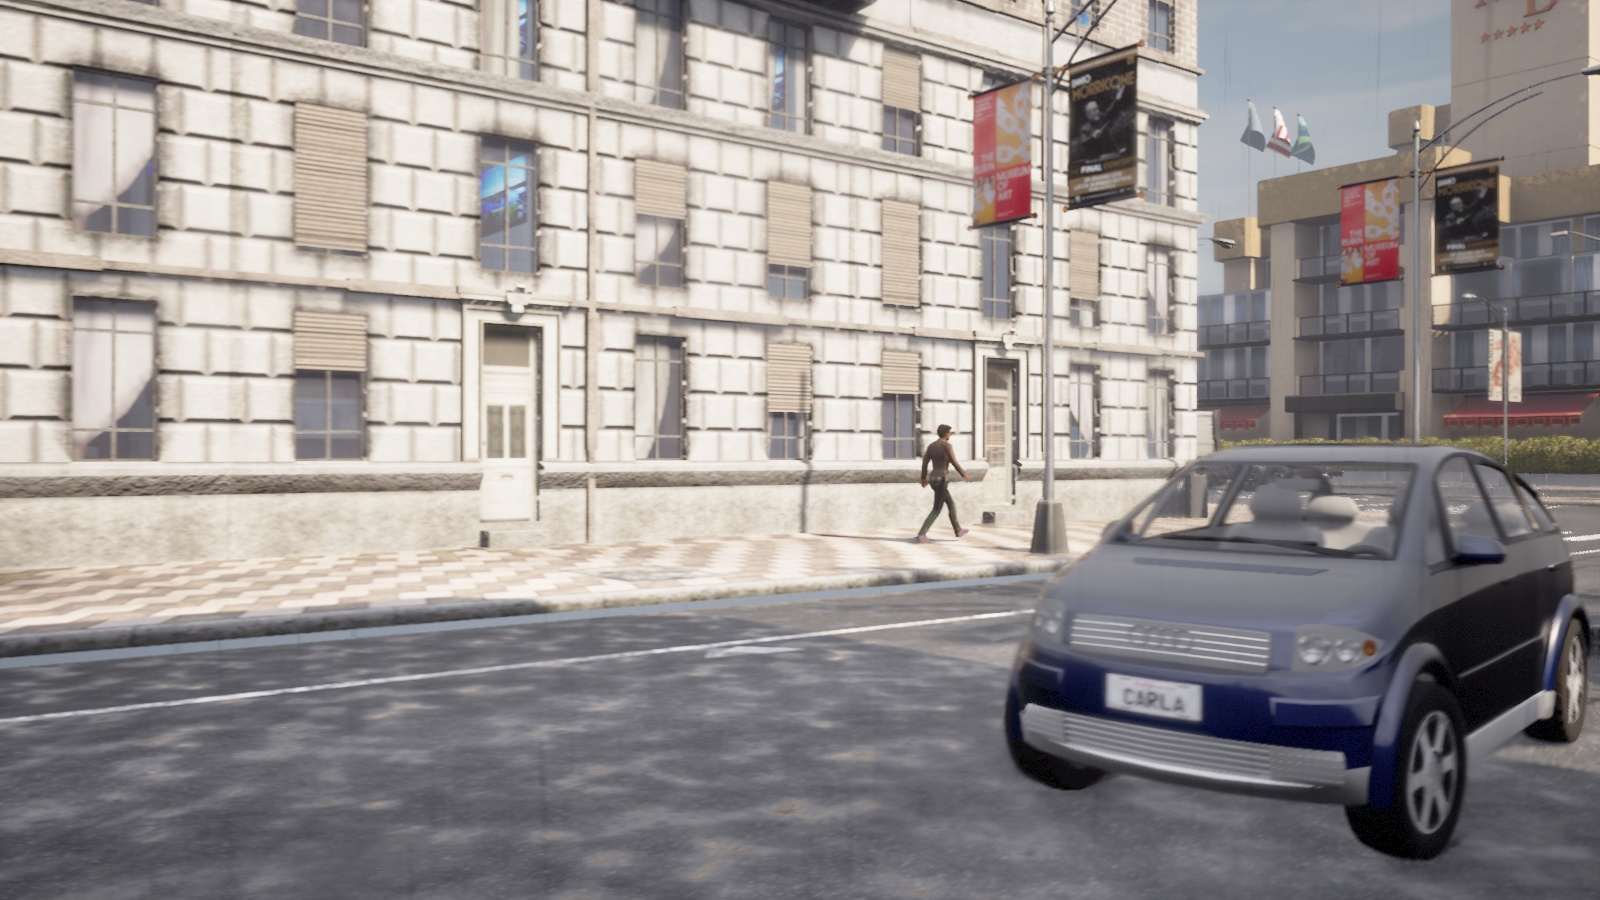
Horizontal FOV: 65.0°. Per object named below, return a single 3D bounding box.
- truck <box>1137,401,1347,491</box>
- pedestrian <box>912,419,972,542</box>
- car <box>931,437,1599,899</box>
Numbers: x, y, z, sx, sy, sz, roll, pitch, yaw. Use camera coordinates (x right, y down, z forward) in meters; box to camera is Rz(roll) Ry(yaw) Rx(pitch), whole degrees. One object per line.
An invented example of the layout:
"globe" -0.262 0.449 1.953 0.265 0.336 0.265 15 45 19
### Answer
"truck" 18.205 -0.129 52.266 2.891 3.462 7.936 0 0 -37
"pedestrian" 2.127 0.451 18.776 0.869 1.805 0.328 0 0 -30
"car" 2.449 0.735 5.981 1.789 1.549 3.705 0 0 42
